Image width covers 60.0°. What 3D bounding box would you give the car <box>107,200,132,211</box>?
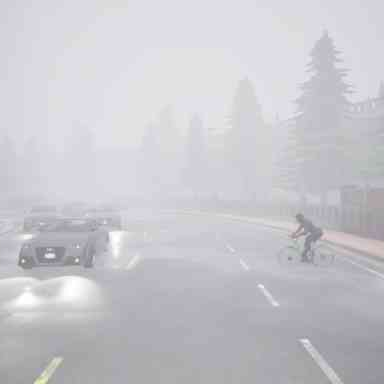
[{"bbox_3d":[-9.143,1.598,38.828,4.718,1.301,1.895,0,0,43],"label":"car"}]

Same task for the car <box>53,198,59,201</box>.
[{"bbox_3d":[-18.035,1.523,44.855,4.674,1.442,1.812,0,0,23],"label":"car"}]

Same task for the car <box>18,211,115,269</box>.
[{"bbox_3d":[-4.014,1.563,11.057,1.994,1.385,4.181,0,0,-4],"label":"car"}]

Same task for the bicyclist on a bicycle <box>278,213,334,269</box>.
[{"bbox_3d":[3.330,1.446,9.731,1.656,1.620,0.582,-2,0,-1],"label":"bicyclist on a bicycle"}]

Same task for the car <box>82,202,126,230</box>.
[{"bbox_3d":[-5.619,1.563,20.824,1.994,1.385,4.181,0,0,-20],"label":"car"}]

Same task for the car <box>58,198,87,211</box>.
[{"bbox_3d":[-10.103,1.503,29.650,1.837,1.490,4.892,0,0,-35],"label":"car"}]

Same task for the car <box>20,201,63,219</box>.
[{"bbox_3d":[-9.043,1.504,20.338,1.837,1.490,4.892,0,0,-21],"label":"car"}]

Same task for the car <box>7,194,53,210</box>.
[{"bbox_3d":[-20.911,1.219,42.319,5.566,2.045,2.150,0,0,22],"label":"car"}]
